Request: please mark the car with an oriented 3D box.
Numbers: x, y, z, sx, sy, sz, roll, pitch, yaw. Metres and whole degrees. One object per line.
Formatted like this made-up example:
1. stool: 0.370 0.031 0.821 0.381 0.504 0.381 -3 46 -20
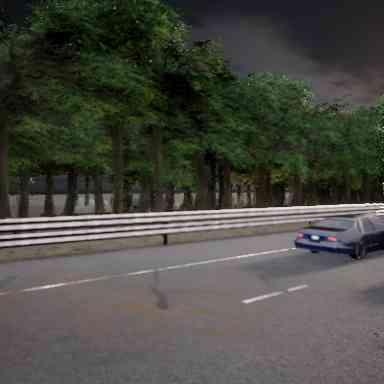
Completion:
1. car: 6.091 1.546 12.396 5.357 1.411 2.033 0 0 -36
